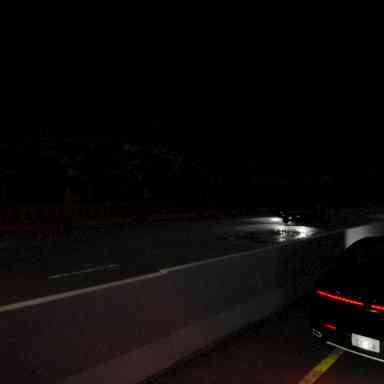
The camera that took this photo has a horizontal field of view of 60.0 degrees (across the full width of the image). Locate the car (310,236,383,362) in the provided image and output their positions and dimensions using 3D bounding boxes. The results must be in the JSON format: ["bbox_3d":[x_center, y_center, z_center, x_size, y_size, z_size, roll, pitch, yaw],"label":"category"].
[{"bbox_3d":[3.678,1.514,5.646,1.837,1.490,4.892,0,0,43],"label":"car"}]

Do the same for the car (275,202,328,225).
[{"bbox_3d":[8.298,1.537,24.273,1.837,1.490,4.892,0,0,43],"label":"car"}]
